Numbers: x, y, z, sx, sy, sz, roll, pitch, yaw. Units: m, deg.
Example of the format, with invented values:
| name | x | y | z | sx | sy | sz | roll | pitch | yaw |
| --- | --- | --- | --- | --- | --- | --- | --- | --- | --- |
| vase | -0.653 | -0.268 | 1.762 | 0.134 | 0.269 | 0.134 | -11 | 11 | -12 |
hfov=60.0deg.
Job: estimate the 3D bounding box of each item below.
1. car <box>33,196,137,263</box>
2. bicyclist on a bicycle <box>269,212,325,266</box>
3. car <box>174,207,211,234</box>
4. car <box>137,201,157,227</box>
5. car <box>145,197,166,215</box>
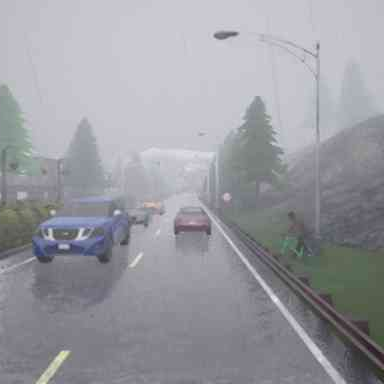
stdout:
| name | x | y | z | sx | sy | sz | roll | pitch | yaw |
| --- | --- | --- | --- | --- | --- | --- | --- | --- | --- |
| car | -3.650 | 1.183 | 12.176 | 2.150 | 2.045 | 5.566 | 0 | 0 | -1 |
| bicyclist on a bicycle | 3.091 | 1.400 | 9.784 | 1.656 | 1.620 | 0.582 | 0 | 0 | 0 |
| car | 0.024 | 1.500 | 18.609 | 1.994 | 1.385 | 4.181 | 0 | 0 | 0 |
| car | -3.683 | 1.493 | 21.796 | 1.994 | 1.385 | 4.181 | 0 | 0 | 0 |
| car | -3.696 | 1.247 | 31.717 | 2.097 | 1.767 | 4.553 | 0 | 0 | 0 |
